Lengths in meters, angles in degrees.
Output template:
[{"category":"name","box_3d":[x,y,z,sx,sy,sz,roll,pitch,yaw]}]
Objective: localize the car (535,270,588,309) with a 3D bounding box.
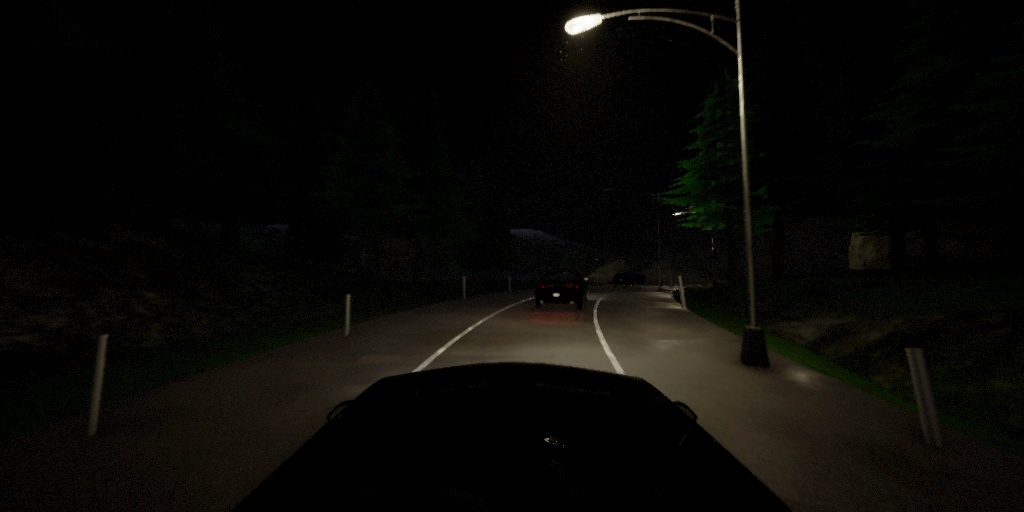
[{"category":"car","box_3d":[2.299,1.365,15.958,1.882,1.535,5.008,-1,-1,15]}]

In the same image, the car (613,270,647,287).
[{"category":"car","box_3d":[11.052,2.049,33.514,1.882,1.535,5.008,-3,-5,36]}]
